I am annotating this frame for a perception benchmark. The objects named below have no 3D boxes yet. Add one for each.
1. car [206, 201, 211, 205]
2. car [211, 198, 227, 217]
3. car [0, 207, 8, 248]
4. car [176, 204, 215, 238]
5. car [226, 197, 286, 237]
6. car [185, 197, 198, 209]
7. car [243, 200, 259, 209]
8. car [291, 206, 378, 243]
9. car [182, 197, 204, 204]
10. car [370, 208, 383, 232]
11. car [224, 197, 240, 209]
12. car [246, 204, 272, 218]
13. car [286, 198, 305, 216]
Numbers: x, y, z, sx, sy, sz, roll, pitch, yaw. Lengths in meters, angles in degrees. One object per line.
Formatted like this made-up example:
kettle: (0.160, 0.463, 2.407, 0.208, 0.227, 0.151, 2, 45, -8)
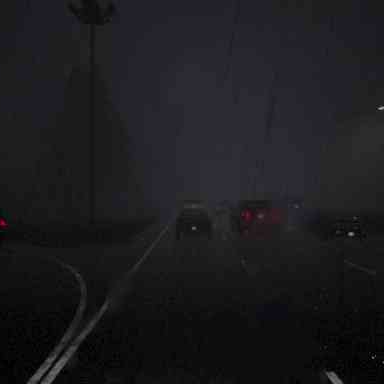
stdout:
car: (3.511, 2.262, 60.638, 1.895, 1.301, 4.718, 0, -1, 1)
car: (3.580, 1.753, 36.778, 2.097, 1.767, 4.553, 0, -1, 0)
car: (-10.010, 1.376, 14.081, 5.566, 2.045, 2.150, -1, -1, 35)
car: (0.090, 1.687, 19.090, 1.882, 1.535, 5.008, 0, -1, 0)
car: (3.589, 1.439, 19.806, 2.150, 2.045, 5.566, 0, -1, 0)
car: (-0.003, 1.869, 59.171, 2.150, 2.045, 5.566, 0, 0, 1)
car: (10.509, 2.140, 59.476, 2.128, 1.511, 4.902, 0, -1, 1)
car: (7.090, 1.680, 17.237, 2.128, 1.511, 4.902, 0, -1, 0)
car: (0.080, 1.616, 36.132, 2.150, 2.045, 5.566, 0, -1, 0)
car: (10.589, 1.704, 19.471, 2.128, 1.511, 4.902, 0, -1, 0)
car: (6.991, 1.864, 58.637, 2.150, 2.045, 5.566, 0, 0, 0)
car: (7.080, 1.989, 35.537, 1.895, 1.301, 4.718, 0, -1, 0)
car: (10.580, 1.617, 36.267, 2.150, 2.045, 5.566, 0, -1, 0)
